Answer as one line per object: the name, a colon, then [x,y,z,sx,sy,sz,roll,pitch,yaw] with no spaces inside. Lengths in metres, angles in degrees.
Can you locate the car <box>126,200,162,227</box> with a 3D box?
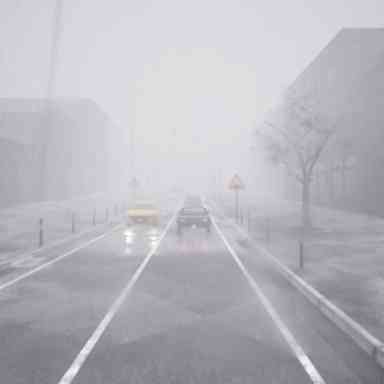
car: [-3.083,1.344,22.154,1.882,1.535,5.008,0,1,0]

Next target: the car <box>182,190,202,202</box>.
car: [0.112,0.801,38.226,1.882,1.535,5.008,0,3,0]

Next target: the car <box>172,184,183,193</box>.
car: [-2.862,-0.672,64.180,1.882,1.535,5.008,0,3,2]

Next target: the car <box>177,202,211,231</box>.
car: [0.112,1.508,20.089,1.895,1.301,4.718,0,1,0]
